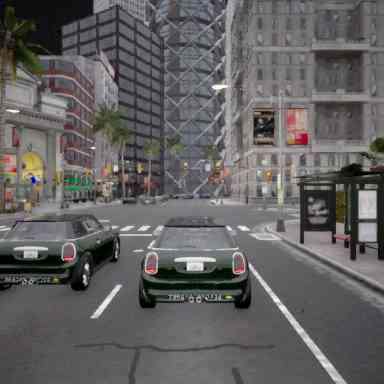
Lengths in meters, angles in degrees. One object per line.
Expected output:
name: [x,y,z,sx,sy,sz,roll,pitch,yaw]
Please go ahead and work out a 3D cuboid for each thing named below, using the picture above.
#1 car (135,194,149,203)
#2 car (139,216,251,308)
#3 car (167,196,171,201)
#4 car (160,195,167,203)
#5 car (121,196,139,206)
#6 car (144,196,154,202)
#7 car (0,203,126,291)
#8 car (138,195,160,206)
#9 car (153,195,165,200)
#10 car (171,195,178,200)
car: [-10.444,1.355,69.610,2.097,1.767,4.553,0,0,0]
car: [0.070,1.352,8.063,2.097,1.767,4.553,0,0,0]
car: [-6.930,1.540,81.074,2.033,1.411,5.357,0,0,0]
car: [-6.944,1.524,69.692,1.812,1.442,4.674,0,0,0]
car: [-10.539,1.601,55.973,1.895,1.301,4.718,0,0,0]
car: [-10.431,1.595,80.714,1.895,1.301,4.718,0,0,0]
car: [-3.422,1.352,9.208,2.097,1.767,4.553,0,0,0]
car: [-7.043,1.492,54.868,2.128,1.511,4.902,0,0,0]
car: [-9.167,1.552,92.956,1.994,1.385,4.181,0,0,13]
car: [-5.235,1.478,94.233,1.882,1.535,5.008,0,0,13]
